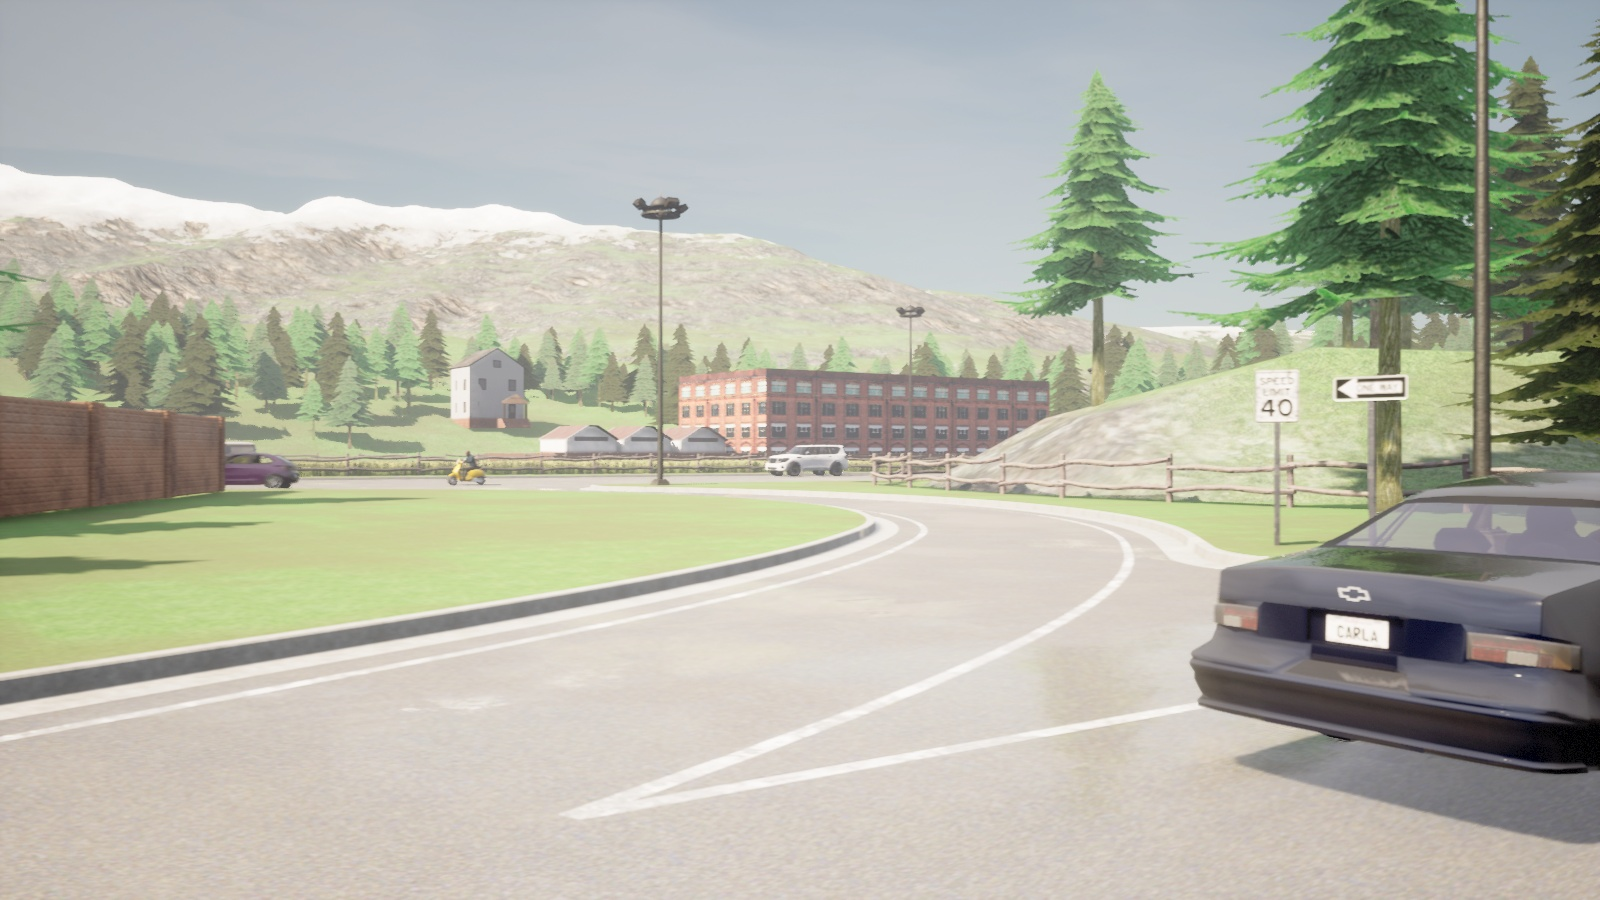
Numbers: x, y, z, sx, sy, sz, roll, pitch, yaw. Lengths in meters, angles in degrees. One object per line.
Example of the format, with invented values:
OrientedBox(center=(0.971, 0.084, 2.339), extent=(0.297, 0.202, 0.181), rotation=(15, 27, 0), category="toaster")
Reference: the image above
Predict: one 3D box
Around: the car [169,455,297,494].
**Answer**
OrientedBox(center=(-21.912, 0.924, 48.685), extent=(4.193, 1.474, 1.816), rotation=(0, 0, -11), category="car")

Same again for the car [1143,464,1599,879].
OrientedBox(center=(4.433, 0.799, 6.744), extent=(5.357, 1.411, 2.033), rotation=(0, 0, -35), category="car")

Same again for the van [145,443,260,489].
OrientedBox(center=(-27.055, 0.694, 56.907), extent=(4.442, 1.987, 1.775), rotation=(0, 0, -35), category="van")

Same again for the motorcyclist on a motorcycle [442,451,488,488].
OrientedBox(center=(-15.098, 0.869, 56.669), extent=(1.817, 1.590, 0.866), rotation=(0, 0, -35), category="motorcyclist on a motorcycle")

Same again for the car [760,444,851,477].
OrientedBox(center=(0.395, 0.659, 80.163), extent=(5.566, 2.045, 2.150), rotation=(0, 0, -35), category="car")
